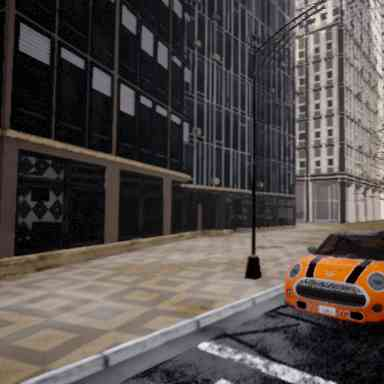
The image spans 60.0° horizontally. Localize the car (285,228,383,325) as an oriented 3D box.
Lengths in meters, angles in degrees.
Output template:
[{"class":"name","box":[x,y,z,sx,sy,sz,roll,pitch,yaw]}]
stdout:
[{"class":"car","box":[4.034,1.735,8.021,2.097,1.767,4.553,-2,-4,41]}]
